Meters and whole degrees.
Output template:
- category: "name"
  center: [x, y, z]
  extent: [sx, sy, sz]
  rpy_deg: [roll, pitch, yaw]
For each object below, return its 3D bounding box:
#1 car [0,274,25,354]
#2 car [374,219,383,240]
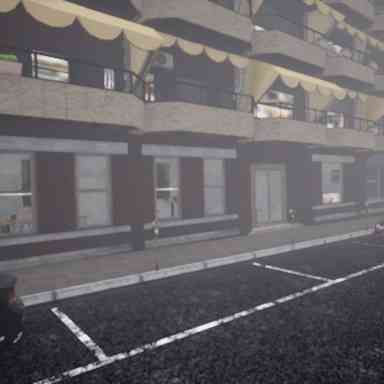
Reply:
- category: "car"
  center: [-4.217, 1.578, 3.488]
  extent: [4.403, 1.369, 2.008]
  rpy_deg: [-2, 0, -37]
- category: "car"
  center: [9.129, 1.247, 13.695]
  extent: [4.206, 1.307, 1.802]
  rpy_deg: [-2, 0, -37]
